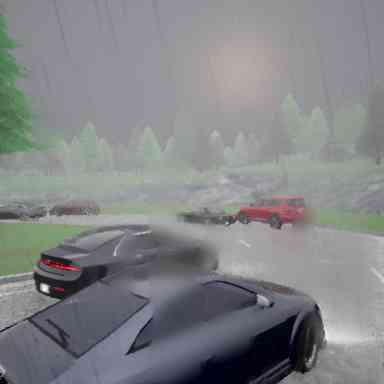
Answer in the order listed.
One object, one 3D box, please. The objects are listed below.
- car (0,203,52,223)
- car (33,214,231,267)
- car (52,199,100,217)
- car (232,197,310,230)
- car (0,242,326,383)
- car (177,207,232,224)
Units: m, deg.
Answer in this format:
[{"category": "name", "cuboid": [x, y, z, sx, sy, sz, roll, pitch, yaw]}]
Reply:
[{"category": "car", "cuboid": [-13.963, 1.572, 25.802, 4.902, 1.511, 2.128, 0, -1, -2]}, {"category": "car", "cuboid": [-1.225, 1.543, 8.063, 1.837, 1.490, 4.892, 2, 1, 38]}, {"category": "car", "cuboid": [-11.495, 1.479, 32.748, 4.553, 1.767, 2.097, 0, 0, 5]}, {"category": "car", "cuboid": [5.427, 1.363, 22.777, 2.150, 2.045, 5.566, 1, -1, -28]}, {"category": "car", "cuboid": [-0.088, 1.584, 4.025, 4.181, 1.385, 1.994, 1, 0, -44]}, {"category": "car", "cuboid": [0.876, 1.728, 23.399, 1.895, 1.301, 4.718, 1, 0, -38]}]
